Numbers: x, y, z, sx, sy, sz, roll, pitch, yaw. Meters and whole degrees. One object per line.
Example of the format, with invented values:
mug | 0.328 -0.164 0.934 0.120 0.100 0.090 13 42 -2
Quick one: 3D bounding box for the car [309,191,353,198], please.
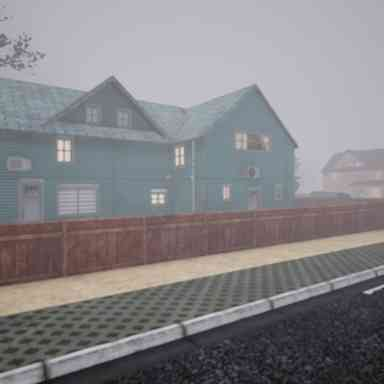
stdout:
car | 13.585 0.955 31.124 2.150 2.045 5.566 -1 1 -36
